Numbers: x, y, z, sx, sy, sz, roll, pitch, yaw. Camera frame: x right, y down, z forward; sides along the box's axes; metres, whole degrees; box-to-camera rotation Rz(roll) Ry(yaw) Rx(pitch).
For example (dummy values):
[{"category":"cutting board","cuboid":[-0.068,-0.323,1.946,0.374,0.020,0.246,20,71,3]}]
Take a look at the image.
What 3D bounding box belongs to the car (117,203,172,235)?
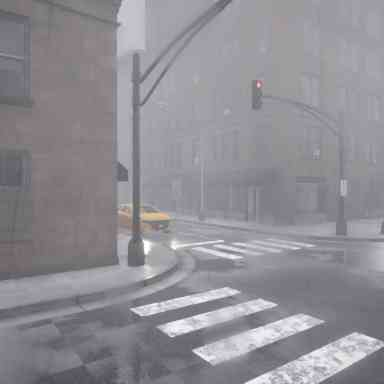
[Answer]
[{"category":"car","cuboid":[-2.931,1.382,18.392,1.882,1.535,5.008,0,0,-34]}]
